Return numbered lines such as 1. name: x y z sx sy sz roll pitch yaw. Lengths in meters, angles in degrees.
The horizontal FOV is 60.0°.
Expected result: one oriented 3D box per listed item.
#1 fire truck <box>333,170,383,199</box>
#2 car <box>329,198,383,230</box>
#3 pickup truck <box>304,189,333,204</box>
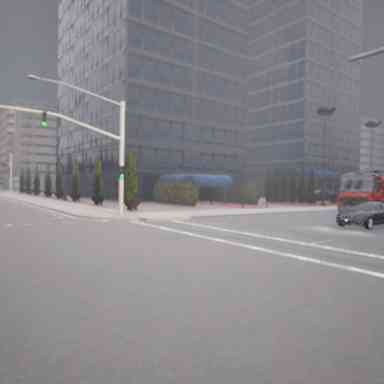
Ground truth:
1. fire truck: 15.960 0.155 28.451 8.468 3.827 2.891 0 1 -37
2. car: 10.640 1.359 20.213 4.892 1.490 1.837 0 1 -37
3. pickup truck: 18.308 0.591 46.654 6.274 2.098 2.390 1 1 -6
